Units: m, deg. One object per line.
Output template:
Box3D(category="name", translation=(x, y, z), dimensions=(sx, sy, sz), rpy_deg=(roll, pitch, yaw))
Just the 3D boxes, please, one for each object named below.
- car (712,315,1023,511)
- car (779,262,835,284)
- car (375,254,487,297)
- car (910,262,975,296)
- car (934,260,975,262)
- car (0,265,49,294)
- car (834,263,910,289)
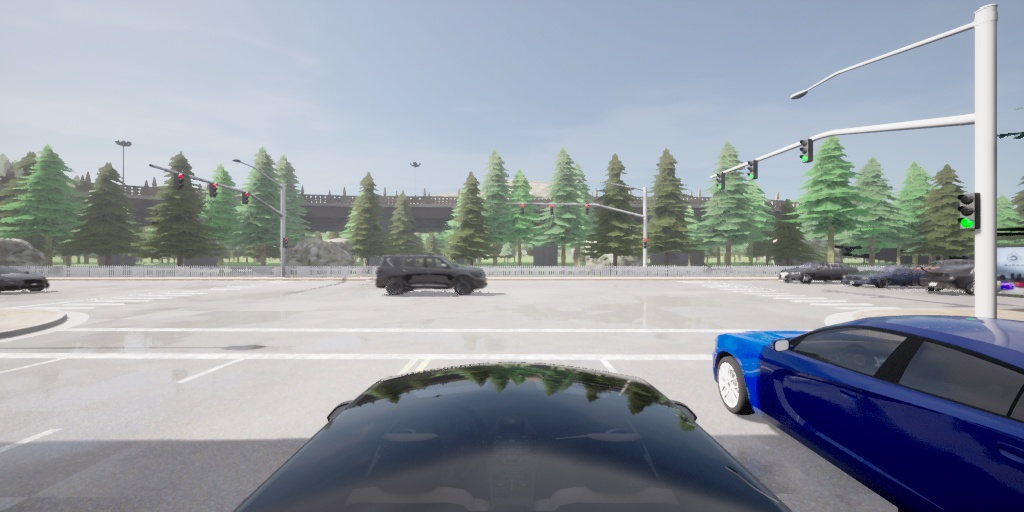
Box3D(category="car", translation=(3.641, 1.228, 2.945), dimensions=(1.882, 1.535, 5.008), rpy_deg=(0, 0, 2))
Box3D(category="car", translation=(21.757, 1.186, 25.510), dimensions=(4.902, 1.511, 2.128), rpy_deg=(0, 0, 0))
Box3D(category="car", translation=(-4.088, 0.942, 18.349), dimensions=(5.566, 2.045, 2.150), rpy_deg=(0, 0, 0))
Box3D(category="car", translation=(23.954, 1.199, 18.332), dimensions=(4.892, 1.490, 1.837), rpy_deg=(0, 0, 0))
Box3D(category="car", translation=(30.849, 1.047, 25.355), dimensions=(4.553, 1.767, 2.097), rpy_deg=(0, 0, 2))
Box3D(category="car", translation=(-26.881, 1.199, 18.336), dimensions=(4.892, 1.490, 1.837), rpy_deg=(0, 0, -1))
Box3D(category="car", translation=(23.565, 1.242, 22.024), dimensions=(5.357, 1.411, 2.033), rpy_deg=(0, 0, 0))
